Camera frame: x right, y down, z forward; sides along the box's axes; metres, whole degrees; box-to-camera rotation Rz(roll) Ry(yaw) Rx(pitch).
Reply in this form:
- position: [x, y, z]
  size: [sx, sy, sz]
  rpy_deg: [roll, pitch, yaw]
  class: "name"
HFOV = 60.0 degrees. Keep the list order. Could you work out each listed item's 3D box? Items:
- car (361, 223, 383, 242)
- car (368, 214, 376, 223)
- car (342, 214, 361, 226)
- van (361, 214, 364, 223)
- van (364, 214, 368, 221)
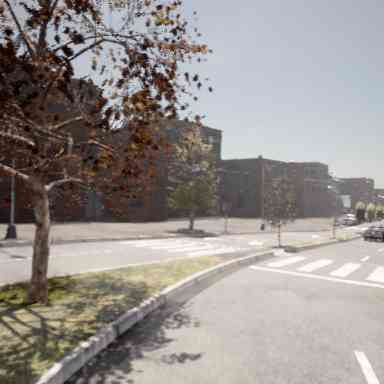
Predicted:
- position: [18.535, 4.185, 33.409]
  size: [2.033, 1.411, 5.357]
  rpy_deg: [1, -3, 36]
  class: "car"
- position: [43.471, 6.505, 82.927]
  size: [2.435, 2.045, 5.566]
  rpy_deg: [1, -2, 35]
  class: "car"
- position: [30.631, 5.423, 64.867]
  size: [2.435, 2.045, 5.566]
  rpy_deg: [1, -2, 35]
  class: "car"
- position: [33.788, 5.719, 69.310]
  size: [1.878, 1.987, 4.442]
  rpy_deg: [1, -2, 35]
  class: "van"
- position: [36.999, 5.992, 73.825]
  size: [1.878, 1.987, 4.442]
  rpy_deg: [1, -2, 35]
  class: "van"
